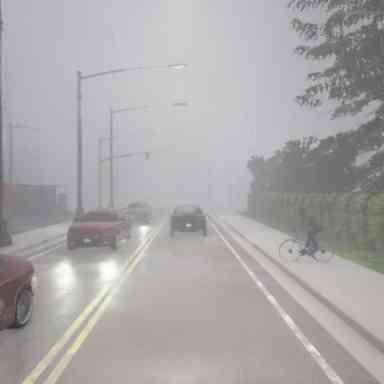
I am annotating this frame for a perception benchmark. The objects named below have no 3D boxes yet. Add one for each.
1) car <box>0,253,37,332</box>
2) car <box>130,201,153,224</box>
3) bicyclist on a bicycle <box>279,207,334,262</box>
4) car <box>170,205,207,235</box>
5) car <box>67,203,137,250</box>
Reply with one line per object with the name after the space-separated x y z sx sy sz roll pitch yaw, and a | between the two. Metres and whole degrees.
-3.636 1.533 4.219 1.812 1.442 4.674 0 0 -1 | car
-4.003 1.486 24.885 1.837 1.490 4.892 0 0 -1 | car
3.377 1.277 9.796 1.656 1.620 0.582 1 0 -1 | bicyclist on a bicycle
-0.215 1.453 18.516 1.882 1.535 5.008 0 0 -1 | car
-3.838 1.472 14.494 1.882 1.535 5.008 0 0 -1 | car
